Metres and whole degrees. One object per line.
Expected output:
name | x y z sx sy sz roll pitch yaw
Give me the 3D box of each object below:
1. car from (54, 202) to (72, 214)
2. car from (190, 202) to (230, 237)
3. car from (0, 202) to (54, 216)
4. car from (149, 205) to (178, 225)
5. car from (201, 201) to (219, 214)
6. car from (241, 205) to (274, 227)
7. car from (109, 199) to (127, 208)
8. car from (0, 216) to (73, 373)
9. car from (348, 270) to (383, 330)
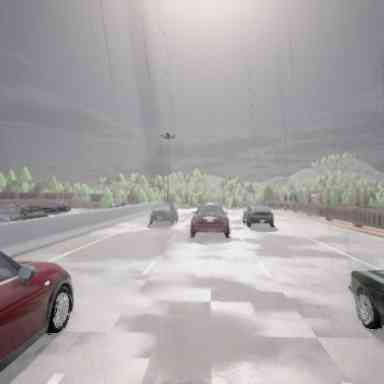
car | -15.602 1.806 37.973 1.895 1.301 4.718 0 0 4
car | 1.044 1.503 19.356 2.097 1.767 4.553 0 0 3
car | -9.733 1.438 18.070 2.097 1.767 4.553 0 0 3
car | -2.128 1.709 25.851 1.812 1.442 4.674 0 0 3
car | 2.188 1.864 40.592 2.033 1.411 5.357 0 0 3
car | 4.826 1.715 24.577 1.837 1.490 4.892 0 0 3
car | -11.344 1.845 51.388 2.128 1.511 4.902 0 -2 3
car | -3.175 1.367 4.027 2.097 1.767 4.553 0 0 2
car | 3.769 1.652 4.085 1.895 1.301 4.718 0 0 2
